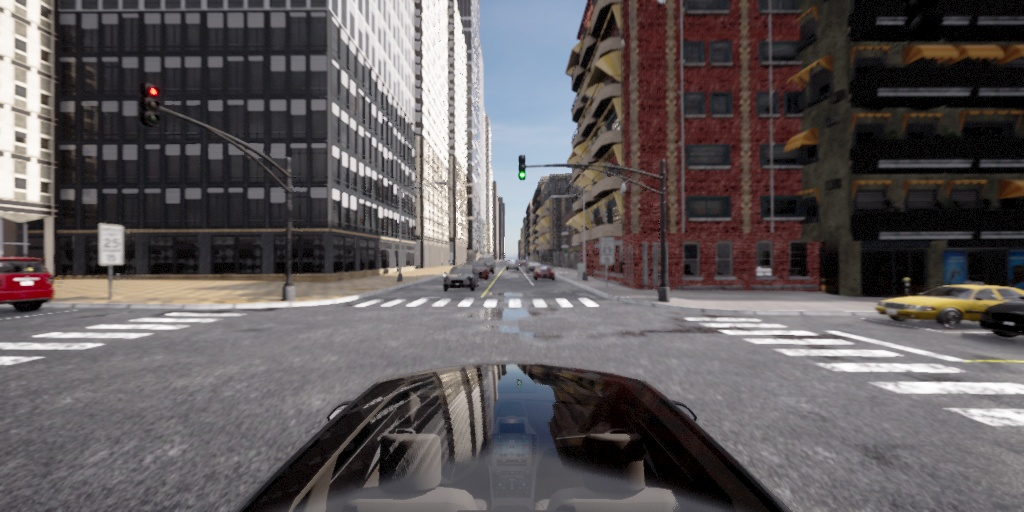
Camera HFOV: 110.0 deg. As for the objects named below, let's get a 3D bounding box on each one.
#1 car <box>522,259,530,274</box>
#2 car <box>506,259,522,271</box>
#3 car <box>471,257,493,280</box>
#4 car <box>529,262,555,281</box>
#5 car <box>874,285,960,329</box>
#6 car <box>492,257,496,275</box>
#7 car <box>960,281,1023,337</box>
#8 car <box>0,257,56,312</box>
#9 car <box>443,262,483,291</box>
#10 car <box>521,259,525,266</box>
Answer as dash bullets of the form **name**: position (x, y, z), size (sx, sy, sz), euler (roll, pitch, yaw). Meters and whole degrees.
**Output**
- **car**: position (2.684, 1.430, 44.180), size (2.007, 1.370, 4.403), euler (0, 0, 0)
- **car**: position (0.083, 1.503, 54.663), size (1.994, 1.385, 4.181), euler (0, 0, 0)
- **car**: position (-3.106, 1.225, 32.371), size (2.097, 1.767, 4.553), euler (0, 0, 0)
- **car**: position (2.737, 1.411, 31.262), size (1.802, 1.307, 4.207), euler (0, 0, 0)
- **car**: position (14.631, 1.509, 11.567), size (4.829, 1.417, 1.751), euler (0, 0, 0)
- **car**: position (-3.105, 1.137, 42.885), size (2.150, 2.045, 5.566), euler (0, 0, 0)
- **car**: position (14.910, 1.475, 8.951), size (4.892, 1.490, 1.837), euler (1, 0, 1)
- **car**: position (-17.712, 0.918, 11.280), size (5.009, 1.841, 2.192), euler (0, 0, 0)
- **car**: position (-3.103, 1.340, 22.614), size (1.837, 1.490, 4.892), euler (0, 0, 0)
- **car**: position (2.684, 1.453, 49.828), size (2.007, 1.370, 4.403), euler (0, 0, 0)
